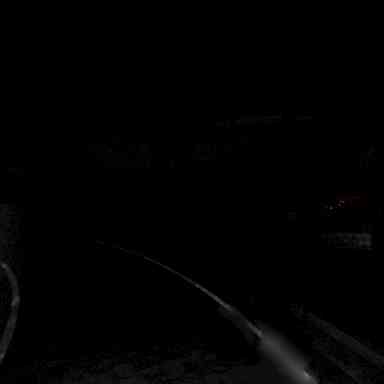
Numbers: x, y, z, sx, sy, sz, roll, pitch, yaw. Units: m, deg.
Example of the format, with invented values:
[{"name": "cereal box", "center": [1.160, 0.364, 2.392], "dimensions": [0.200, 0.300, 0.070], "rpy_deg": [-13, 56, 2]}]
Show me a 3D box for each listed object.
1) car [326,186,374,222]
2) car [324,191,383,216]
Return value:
[{"name": "car", "center": [10.959, 0.590, 19.133], "dimensions": [5.566, 2.045, 2.150], "rpy_deg": [0, 2, 10]}, {"name": "car", "center": [11.741, 0.752, 22.555], "dimensions": [4.902, 1.511, 2.128], "rpy_deg": [0, 2, 10]}]
